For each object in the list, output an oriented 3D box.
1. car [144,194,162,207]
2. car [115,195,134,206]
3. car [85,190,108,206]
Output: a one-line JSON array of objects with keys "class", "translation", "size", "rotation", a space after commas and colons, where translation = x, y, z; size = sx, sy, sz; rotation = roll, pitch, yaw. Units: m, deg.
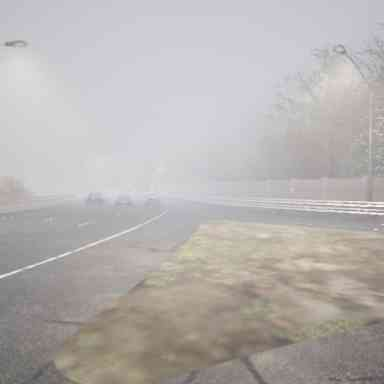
[{"class": "car", "translation": [-4.650, 1.009, 40.083], "size": [1.812, 1.442, 4.674], "rotation": [0, 1, -4]}, {"class": "car", "translation": [-8.232, 1.010, 40.958], "size": [1.994, 1.385, 4.181], "rotation": [0, 1, -6]}, {"class": "car", "translation": [-11.802, 0.765, 41.439], "size": [2.097, 1.767, 4.553], "rotation": [0, 1, -5]}]
